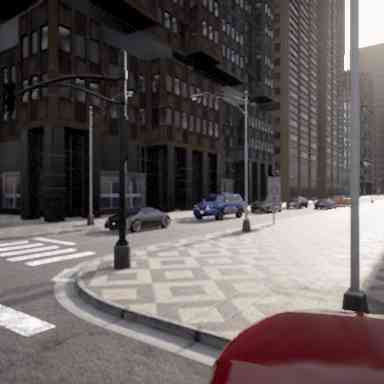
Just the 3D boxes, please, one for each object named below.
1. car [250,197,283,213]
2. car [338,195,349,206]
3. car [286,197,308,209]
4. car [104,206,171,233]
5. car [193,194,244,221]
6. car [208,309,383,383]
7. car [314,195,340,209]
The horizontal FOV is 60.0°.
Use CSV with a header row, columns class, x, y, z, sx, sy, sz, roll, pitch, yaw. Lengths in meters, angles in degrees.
class,x,y,z,sx,sy,sz,roll,pitch,yaw
car,7.978,1.297,35.538,2.097,1.767,4.553,0,0,35
car,22.669,1.248,50.993,2.097,1.767,4.553,0,0,35
car,13.954,1.413,43.948,2.128,1.511,4.902,0,0,35
car,-3.130,1.550,19.807,1.994,1.385,4.181,0,0,35
car,2.348,1.187,27.578,2.150,2.045,5.566,0,0,35
car,2.311,1.313,1.314,5.009,1.841,2.192,0,0,35
car,17.495,1.482,43.563,1.994,1.385,4.181,0,0,36
